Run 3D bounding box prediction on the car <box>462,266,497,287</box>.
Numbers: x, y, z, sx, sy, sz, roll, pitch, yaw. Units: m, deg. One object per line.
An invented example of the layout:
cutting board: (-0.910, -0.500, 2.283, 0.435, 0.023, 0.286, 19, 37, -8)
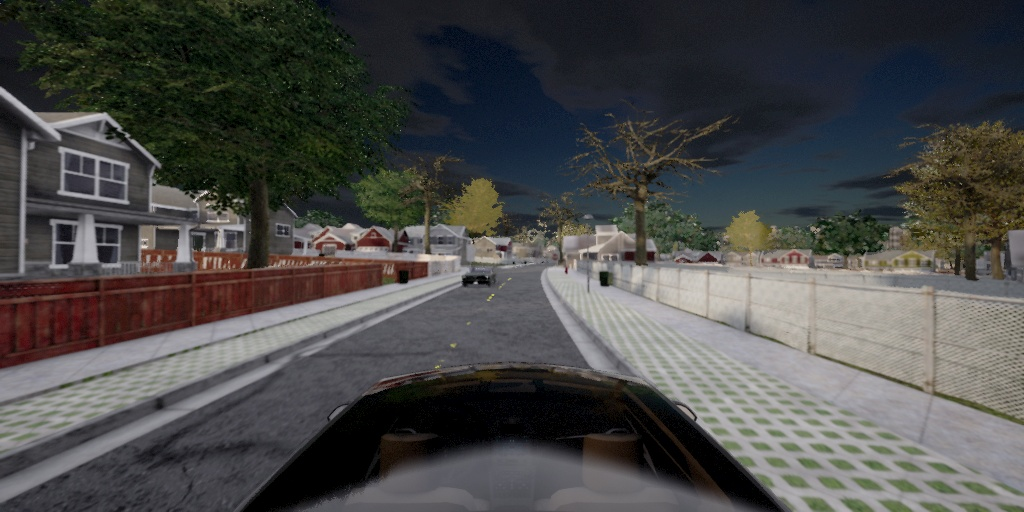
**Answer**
car: (-2.137, 1.369, 24.410, 1.895, 1.301, 4.718, 0, 0, 3)
